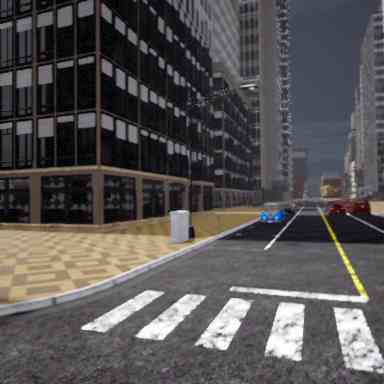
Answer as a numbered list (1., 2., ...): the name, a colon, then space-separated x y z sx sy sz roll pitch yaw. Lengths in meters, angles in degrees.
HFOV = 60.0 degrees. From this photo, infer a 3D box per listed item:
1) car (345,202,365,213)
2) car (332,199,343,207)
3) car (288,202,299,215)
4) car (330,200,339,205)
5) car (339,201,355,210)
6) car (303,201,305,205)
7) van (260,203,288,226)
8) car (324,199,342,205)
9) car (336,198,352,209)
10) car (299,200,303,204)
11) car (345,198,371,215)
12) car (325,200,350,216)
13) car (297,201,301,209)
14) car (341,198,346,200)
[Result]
1. car: 22.138 2.090 45.308 1.887 1.381 4.507 -1 -1 20
2. car: 31.980 2.404 73.266 1.882 1.535 5.008 -1 -1 20
3. car: 12.368 2.203 42.973 1.947 1.339 4.313 -1 -1 20
4. car: 37.323 2.670 86.936 1.947 1.339 4.313 -1 -1 20
5. car: 25.935 2.251 55.715 1.947 1.339 4.313 -1 -1 20
6. car: 29.451 2.849 89.805 1.802 1.307 4.206 -1 -1 20
7. van: 6.672 1.767 27.366 1.690 1.788 3.998 -1 -1 20
8. car: 20.667 2.142 49.137 1.837 1.490 4.892 -1 -1 20
9. car: 27.831 2.071 60.923 2.192 1.841 5.009 -1 -1 20
10. car: 18.063 2.430 58.583 1.802 1.307 4.206 -1 -1 20
11. car: 20.238 1.790 40.108 2.192 1.841 5.009 -1 -1 20
12. car: 17.177 2.031 39.439 1.812 1.442 4.674 -1 -1 21
13. car: 14.266 2.259 48.176 2.008 1.369 4.403 -1 -1 20
14. car: 24.034 1.931 50.516 2.192 1.841 5.009 -1 -1 20
